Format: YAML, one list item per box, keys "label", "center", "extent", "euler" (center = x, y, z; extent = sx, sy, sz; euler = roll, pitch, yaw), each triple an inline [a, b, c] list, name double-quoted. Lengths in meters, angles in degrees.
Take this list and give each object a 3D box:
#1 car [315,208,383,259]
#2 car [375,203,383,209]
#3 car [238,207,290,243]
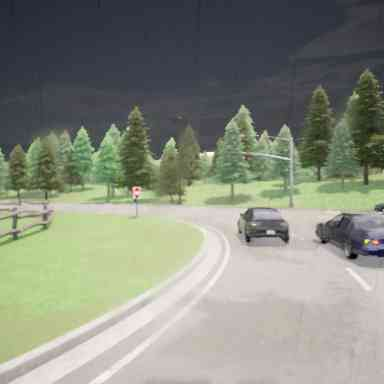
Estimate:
- label: "car"
  center: [6.057, 1.454, 12.027]
  extent: [2.033, 1.411, 5.357]
  euler: [0, 0, 5]
- label: "car"
  center: [18.731, 1.275, 29.096]
  extent: [4.892, 1.490, 1.837]
  euler: [1, 1, 31]
- label: "car"
  center: [3.231, 1.412, 15.406]
  extent: [1.812, 1.442, 4.674]
  euler: [0, 0, 3]
